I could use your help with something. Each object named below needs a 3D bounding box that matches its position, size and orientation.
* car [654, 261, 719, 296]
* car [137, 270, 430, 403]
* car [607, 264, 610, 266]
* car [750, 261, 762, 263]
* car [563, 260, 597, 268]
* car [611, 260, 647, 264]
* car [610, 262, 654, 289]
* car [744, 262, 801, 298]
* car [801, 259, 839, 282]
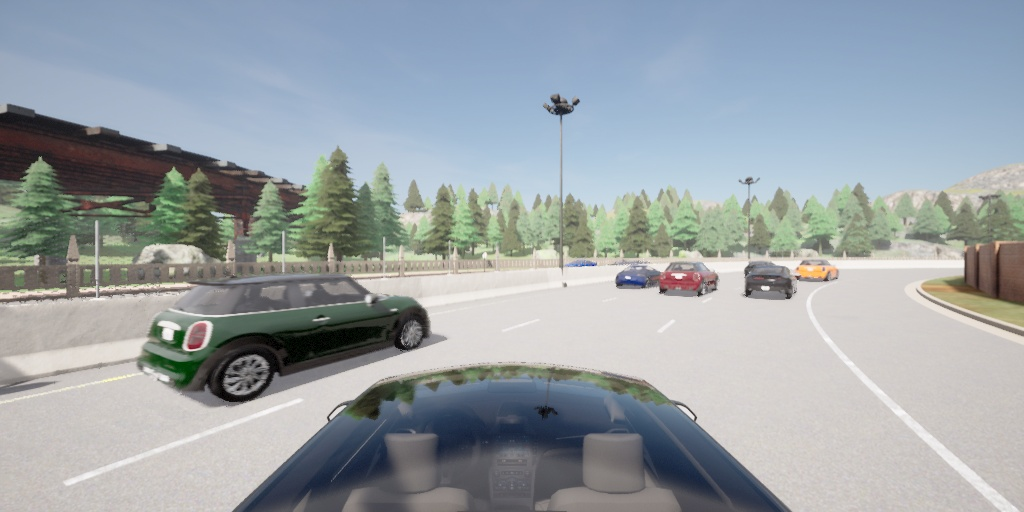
[{"bbox_3d":[9.729,1.078,19.561,2.097,1.767,4.553,0,0,40],"label":"car"},{"bbox_3d":[-3.674,1.098,6.779,2.097,1.767,4.553,0,0,30],"label":"car"},{"bbox_3d":[13.049,1.191,42.328,4.902,1.511,2.128,0,0,-38],"label":"car"},{"bbox_3d":[21.865,1.211,31.214,4.892,1.490,1.837,0,0,-39],"label":"car"},{"bbox_3d":[8.070,1.179,42.721,5.008,1.535,1.882,0,0,-40],"label":"car"},{"bbox_3d":[13.089,1.197,37.815,4.902,1.511,2.128,0,0,-40],"label":"car"},{"bbox_3d":[8.395,1.286,23.305,1.994,1.385,4.181,0,0,42],"label":"car"},{"bbox_3d":[13.287,1.229,18.328,1.837,1.490,4.892,0,0,42],"label":"car"},{"bbox_3d":[24.588,1.061,28.892,4.553,1.767,2.097,0,0,-39],"label":"car"}]
